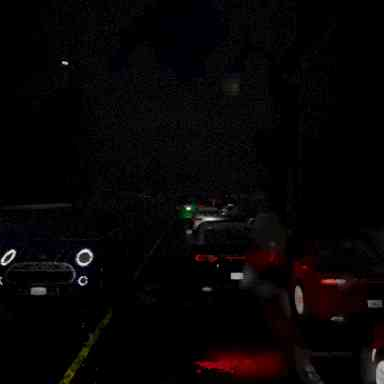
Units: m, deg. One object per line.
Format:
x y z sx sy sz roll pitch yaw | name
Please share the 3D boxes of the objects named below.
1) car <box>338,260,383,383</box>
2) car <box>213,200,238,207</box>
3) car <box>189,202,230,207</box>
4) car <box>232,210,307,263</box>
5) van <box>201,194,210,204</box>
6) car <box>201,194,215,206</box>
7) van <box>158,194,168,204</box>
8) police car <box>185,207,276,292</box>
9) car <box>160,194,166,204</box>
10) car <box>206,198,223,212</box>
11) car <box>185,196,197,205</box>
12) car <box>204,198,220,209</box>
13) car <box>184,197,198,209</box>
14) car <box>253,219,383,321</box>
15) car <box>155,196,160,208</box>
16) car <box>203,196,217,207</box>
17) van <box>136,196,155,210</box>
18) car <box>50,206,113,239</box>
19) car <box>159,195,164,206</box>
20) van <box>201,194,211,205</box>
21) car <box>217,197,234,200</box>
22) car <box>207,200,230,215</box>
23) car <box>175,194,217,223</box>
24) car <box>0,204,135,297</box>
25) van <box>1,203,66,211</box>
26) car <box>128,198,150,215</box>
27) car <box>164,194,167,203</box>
2.759 1.545 1.793 1.887 1.381 4.507 0 0 0 | car
2.714 1.527 23.713 1.752 1.417 4.829 0 0 0 | car
0.863 1.527 18.931 1.812 1.442 4.674 0 0 0 | car
2.737 1.526 12.838 1.752 1.417 4.829 0 0 0 | car
2.625 1.363 67.044 1.690 1.788 3.998 0 0 0 | van
2.647 1.330 56.169 2.192 1.841 5.009 0 0 0 | car
-5.900 1.363 67.027 1.690 1.788 3.998 0 0 0 | van
0.872 1.426 9.041 1.930 1.638 5.238 0 0 0 | police car
-5.877 1.540 55.982 1.752 1.417 4.829 0 0 0 | car
2.681 1.532 40.026 1.752 1.417 4.829 0 0 0 | car
-0.123 1.509 60.702 2.128 1.511 4.902 0 0 0 | car
2.670 1.554 45.294 1.887 1.381 4.507 0 0 0 | car
-0.083 1.487 46.886 1.882 1.535 5.008 0 0 0 | car
2.748 1.545 7.231 1.887 1.381 4.507 0 0 0 | car
-5.855 1.534 45.107 1.752 1.417 4.829 0 0 0 | car
2.659 1.452 50.731 1.967 1.590 4.097 0 0 0 | car
-5.844 1.348 39.839 1.690 1.788 3.998 0 0 0 | van
-5.799 1.552 18.089 2.008 1.369 4.403 0 0 0 | car
-5.866 1.578 50.714 1.947 1.339 4.313 0 0 0 | car
2.636 1.359 61.607 1.690 1.788 3.998 0 0 0 | van
2.703 1.318 28.981 2.192 1.841 5.009 0 0 0 | car
2.692 1.555 34.418 2.008 1.369 4.403 0 0 0 | car
0.288 1.224 25.181 2.150 2.045 5.566 0 0 11 | car
-3.017 1.353 8.765 2.097 1.767 4.553 0 0 0 | car
-5.788 1.342 12.651 1.690 1.788 3.998 0 0 0 | van
-5.833 1.571 34.401 1.947 1.339 4.313 0 0 0 | car
-5.889 1.459 61.589 1.967 1.590 4.097 0 0 0 | car
